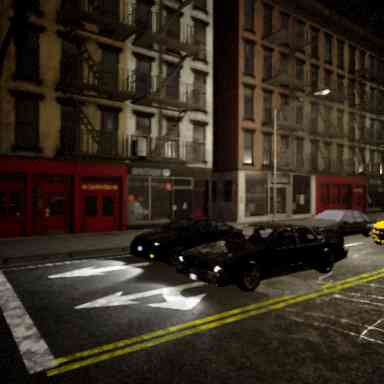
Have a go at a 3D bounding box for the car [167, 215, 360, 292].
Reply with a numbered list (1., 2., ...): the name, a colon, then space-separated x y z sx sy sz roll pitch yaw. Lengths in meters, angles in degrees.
1. car: 2.196 1.575 9.234 5.357 1.411 2.033 0 0 -35

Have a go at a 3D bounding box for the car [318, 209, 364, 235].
1. car: 7.511 1.603 17.011 5.357 1.411 2.033 0 0 -35

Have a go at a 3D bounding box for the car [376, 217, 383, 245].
1. car: 6.871 1.382 8.336 4.553 1.767 2.097 0 0 -35

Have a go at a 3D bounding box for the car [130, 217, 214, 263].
1. car: -0.016 1.597 11.652 4.181 1.385 1.994 0 0 -36

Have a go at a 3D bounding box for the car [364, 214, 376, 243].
1. car: 9.975 1.529 14.772 5.008 1.535 1.882 0 0 -35
